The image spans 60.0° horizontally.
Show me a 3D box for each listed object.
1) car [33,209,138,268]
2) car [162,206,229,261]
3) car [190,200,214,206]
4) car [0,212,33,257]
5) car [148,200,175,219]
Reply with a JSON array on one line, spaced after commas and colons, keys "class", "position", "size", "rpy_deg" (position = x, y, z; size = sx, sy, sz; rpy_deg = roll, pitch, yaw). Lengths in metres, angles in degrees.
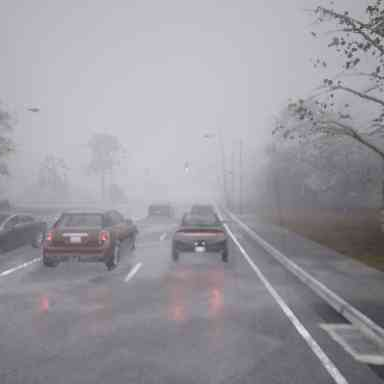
[{"class": "car", "position": [-3.222, 1.345, 11.450], "size": [2.097, 1.767, 4.553], "rpy_deg": [0, 0, 1]}, {"class": "car", "position": [0.299, 1.488, 12.341], "size": [2.128, 1.511, 4.902], "rpy_deg": [0, 0, 1]}, {"class": "car", "position": [0.883, 1.466, 29.089], "size": [1.882, 1.535, 5.008], "rpy_deg": [0, 0, 2]}, {"class": "car", "position": [-6.920, 1.482, 11.744], "size": [2.128, 1.511, 4.902], "rpy_deg": [0, 0, 1]}, {"class": "car", "position": [-2.618, 1.464, 29.154], "size": [1.882, 1.535, 5.008], "rpy_deg": [0, 0, 2]}]
